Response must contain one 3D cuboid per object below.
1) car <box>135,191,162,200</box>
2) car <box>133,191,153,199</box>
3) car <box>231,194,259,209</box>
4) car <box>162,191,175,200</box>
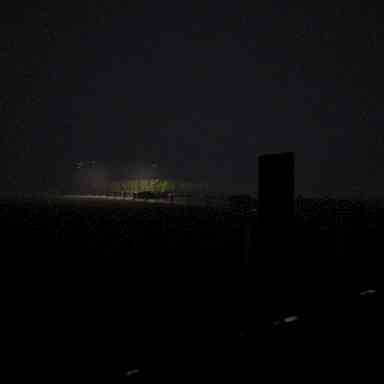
[{"bbox_3d":[-7.522,0.608,56.855,1.837,1.490,4.892,0,1,-35],"label":"car"},{"bbox_3d":[-9.772,0.489,66.103,1.812,1.442,4.674,0,1,-35],"label":"car"},{"bbox_3d":[6.266,1.006,37.409,1.882,1.535,5.008,0,1,-35],"label":"car"},{"bbox_3d":[-4.811,0.603,59.175,2.128,1.511,4.902,0,1,-35],"label":"car"}]
